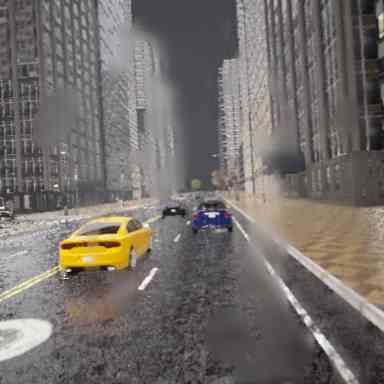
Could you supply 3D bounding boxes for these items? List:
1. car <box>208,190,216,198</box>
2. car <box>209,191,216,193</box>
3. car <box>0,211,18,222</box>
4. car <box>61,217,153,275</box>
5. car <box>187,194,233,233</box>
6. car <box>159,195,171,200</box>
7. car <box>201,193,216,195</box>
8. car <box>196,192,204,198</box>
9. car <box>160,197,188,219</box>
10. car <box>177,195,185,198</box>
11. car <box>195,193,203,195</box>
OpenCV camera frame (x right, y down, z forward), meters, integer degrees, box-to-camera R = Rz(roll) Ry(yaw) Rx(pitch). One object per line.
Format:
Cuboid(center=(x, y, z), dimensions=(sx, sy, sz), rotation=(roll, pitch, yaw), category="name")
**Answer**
Cuboid(center=(5.403, 0.525, 89.717), dimensions=(2.097, 1.767, 4.553), rotation=(-3, 0, 4), category="car")
Cuboid(center=(4.781, 0.875, 79.345), dimensions=(2.128, 1.511, 4.902), rotation=(-3, 0, 4), category="car")
Cuboid(center=(-23.301, 2.993, 39.927), dimensions=(4.403, 1.369, 2.008), rotation=(-4, 0, 3), category="car")
Cuboid(center=(-2.567, 1.573, 11.094), dimensions=(1.882, 1.535, 5.008), rotation=(-3, 0, 4), category="car")
Cuboid(center=(1.137, 1.196, 18.827), dimensions=(2.097, 1.767, 4.553), rotation=(-3, 0, 4), category="car")
Cuboid(center=(-5.552, 1.352, 70.043), dimensions=(2.097, 1.767, 4.553), rotation=(-3, 0, 4), category="car")
Cuboid(center=(2.080, 1.203, 34.165), dimensions=(1.882, 1.535, 5.008), rotation=(-4, 0, 4), category="car")
Cuboid(center=(2.176, 0.881, 89.949), dimensions=(1.812, 1.442, 4.674), rotation=(-3, 0, 4), category="car")
Cuboid(center=(-1.437, 1.499, 29.350), dimensions=(1.994, 1.385, 4.181), rotation=(-3, 0, 4), category="car")
Cuboid(center=(-2.306, 1.334, 69.814), dimensions=(1.812, 1.442, 4.674), rotation=(-3, 0, 4), category="car")
Cuboid(center=(1.574, 1.129, 79.992), dimensions=(1.895, 1.301, 4.718), rotation=(-3, 0, 4), category="car")
